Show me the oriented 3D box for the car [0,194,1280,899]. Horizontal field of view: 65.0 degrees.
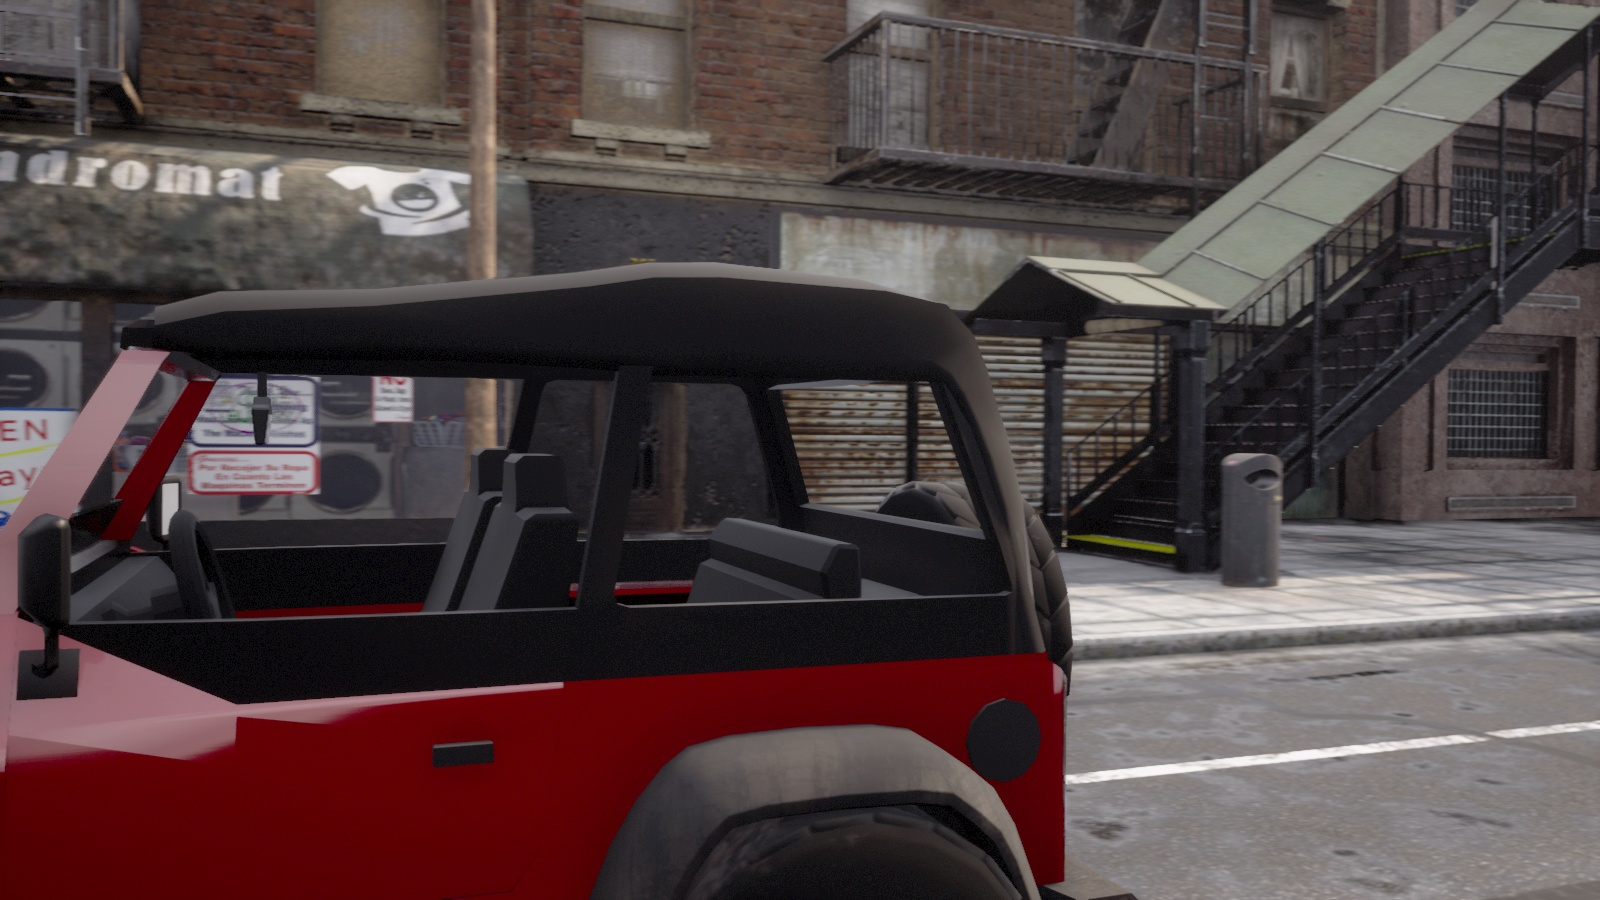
[{"bbox_3d":[-1.156,0.561,2.798,3.866,1.878,1.905,-1,1,-21],"label":"car"}]
